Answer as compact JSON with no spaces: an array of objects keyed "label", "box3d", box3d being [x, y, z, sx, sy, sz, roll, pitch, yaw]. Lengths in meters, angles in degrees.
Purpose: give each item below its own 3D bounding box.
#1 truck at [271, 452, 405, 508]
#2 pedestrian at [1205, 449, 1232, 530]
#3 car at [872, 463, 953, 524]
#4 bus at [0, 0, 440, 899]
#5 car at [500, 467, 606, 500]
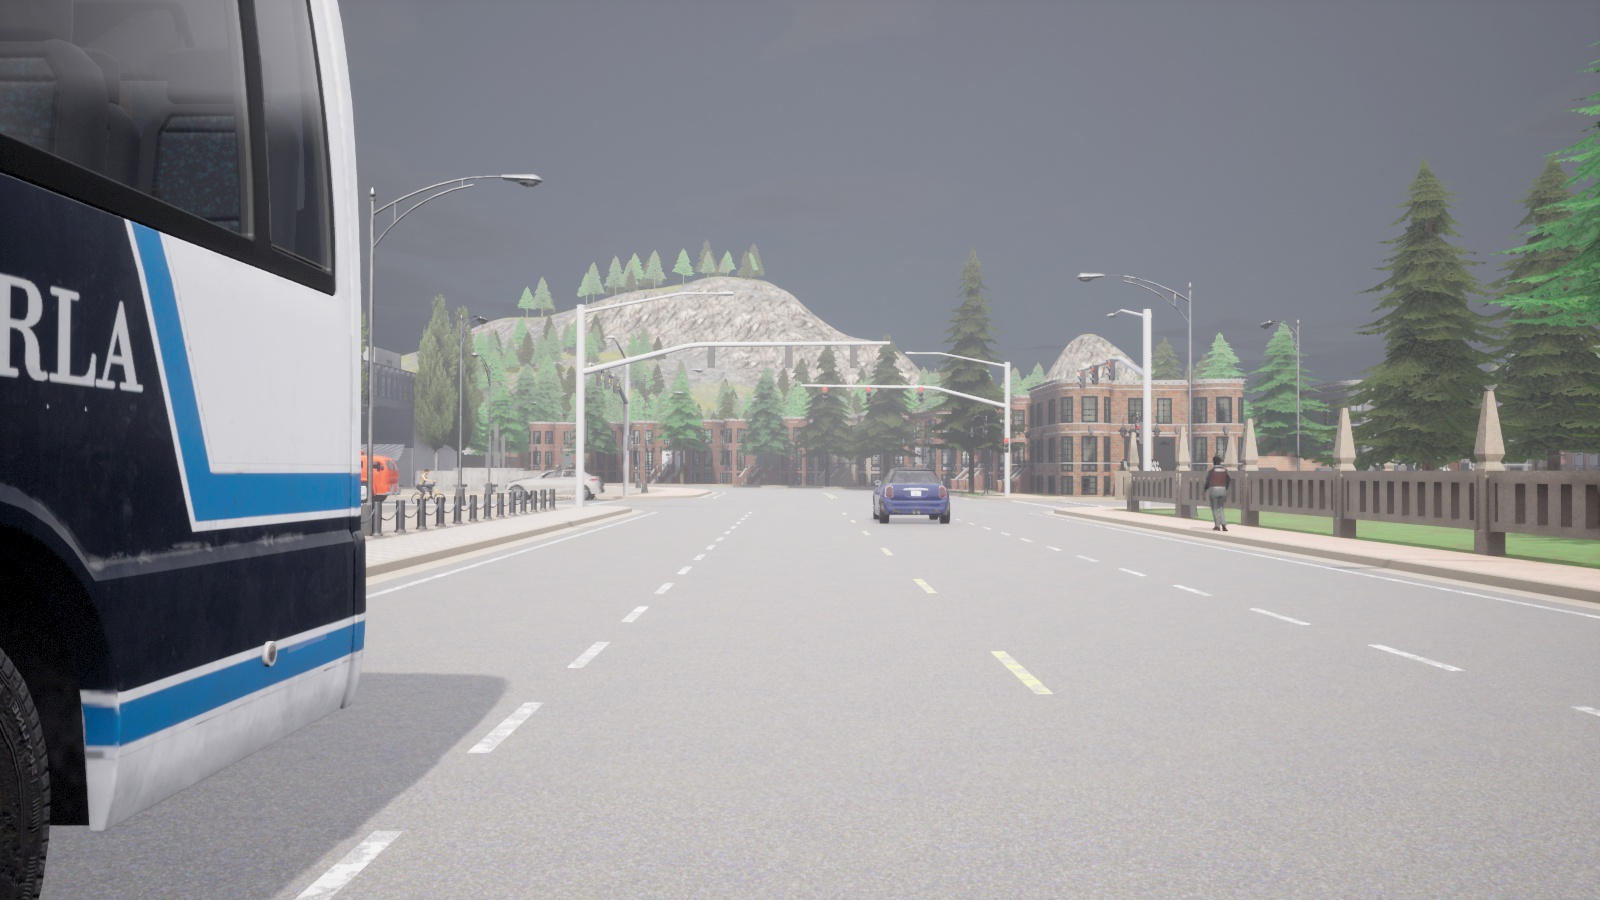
[{"label":"truck","box3d":[-21.139,1.378,57.643,5.204,2.467,2.627,0,-1,0]},{"label":"pedestrian","box3d":[10.055,0.939,30.214,0.402,1.930,0.666,0,-1,-1]},{"label":"car","box3d":[3.417,1.313,39.050,2.097,1.767,4.553,0,-1,0]},{"label":"bus","box3d":[-3.506,-0.544,0.234,3.944,4.253,10.273,0,-1,0]},{"label":"car","box3d":[-12.663,1.727,64.662,5.027,1.651,2.152,0,-1,0]}]
